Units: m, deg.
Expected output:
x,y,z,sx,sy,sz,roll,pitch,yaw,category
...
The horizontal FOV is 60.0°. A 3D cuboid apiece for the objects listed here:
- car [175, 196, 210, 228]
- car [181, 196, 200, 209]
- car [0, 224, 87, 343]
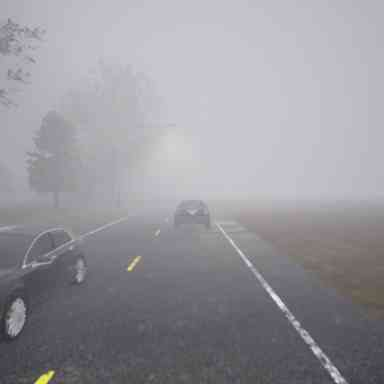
x,y,z,sx,sy,sz,roll,pitch,yaw,category
0.014,1.221,21.163,2.097,1.767,4.553,0,0,0,car
-0.204,1.247,41.168,2.128,1.511,4.902,0,0,-1,car
-3.516,1.463,6.417,1.837,1.490,4.892,0,0,0,car
